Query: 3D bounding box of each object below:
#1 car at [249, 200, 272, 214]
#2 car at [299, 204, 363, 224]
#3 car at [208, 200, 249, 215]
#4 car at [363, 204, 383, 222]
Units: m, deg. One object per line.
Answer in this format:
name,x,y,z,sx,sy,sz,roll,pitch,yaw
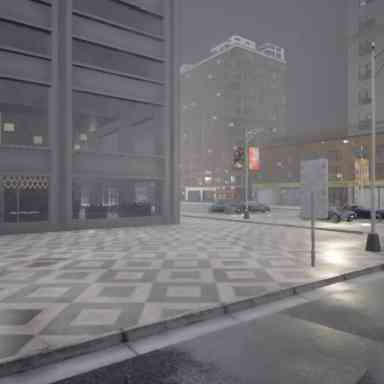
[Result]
car,6.277,1.641,37.032,2.033,1.411,5.357,0,0,-36
car,10.440,1.615,25.716,1.994,1.385,4.181,0,0,-36
car,3.595,1.659,35.205,1.994,1.385,4.181,0,0,-36
car,13.711,1.647,26.735,1.895,1.301,4.718,0,0,-36
